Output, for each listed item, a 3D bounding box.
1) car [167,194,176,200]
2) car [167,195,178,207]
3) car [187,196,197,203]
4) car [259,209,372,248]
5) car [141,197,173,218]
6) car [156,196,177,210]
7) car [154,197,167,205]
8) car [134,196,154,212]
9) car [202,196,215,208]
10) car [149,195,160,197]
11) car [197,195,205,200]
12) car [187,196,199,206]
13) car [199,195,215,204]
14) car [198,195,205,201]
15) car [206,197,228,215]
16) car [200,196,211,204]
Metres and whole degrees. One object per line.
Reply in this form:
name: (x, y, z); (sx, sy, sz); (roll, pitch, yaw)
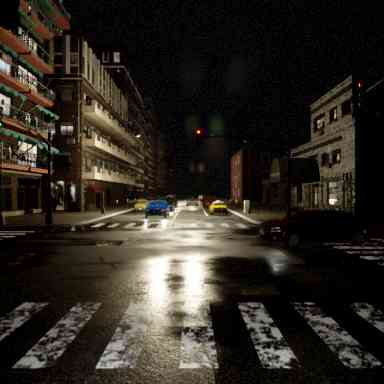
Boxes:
car: (-5.802, 1.434, 94.734); (2.192, 1.841, 5.009); (0, 0, 0)
car: (-3.135, 1.541, 50.018); (1.837, 1.490, 4.892); (0, 0, 0)
car: (-0.038, 1.613, 70.627); (2.033, 1.411, 5.357); (0, 0, 0)
car: (5.443, 1.505, 14.752); (5.008, 1.535, 1.882); (0, -1, -13)
car: (-3.136, 1.493, 30.672); (1.882, 1.535, 5.008); (0, 0, 0)
car: (-3.130, 1.550, 39.950); (1.812, 1.442, 4.674); (0, 0, 0)
car: (-5.762, 1.603, 61.498); (2.008, 1.369, 4.403); (0, 0, 0)
car: (-5.735, 1.549, 39.171); (1.752, 1.417, 4.829); (0, 0, 0)
car: (2.639, 1.611, 44.891); (1.802, 1.307, 4.206); (0, 0, 0)
car: (-5.748, 1.351, 50.420); (2.192, 1.841, 5.009); (0, 0, 0)
car: (2.578, 1.670, 94.744); (2.008, 1.369, 4.403); (0, 0, 0)
car: (0.036, 1.645, 56.125); (1.895, 1.301, 4.718); (0, 0, 0)
car: (2.633, 1.351, 50.431); (2.192, 1.841, 5.009); (0, 0, 0)
car: (2.584, 1.632, 89.375); (1.752, 1.417, 4.829); (0, 0, 0)
car: (2.652, 1.544, 33.983); (1.752, 1.417, 4.829); (0, 0, 0)
car: (2.612, 1.612, 67.048); (2.008, 1.369, 4.403); (0, 0, 0)
